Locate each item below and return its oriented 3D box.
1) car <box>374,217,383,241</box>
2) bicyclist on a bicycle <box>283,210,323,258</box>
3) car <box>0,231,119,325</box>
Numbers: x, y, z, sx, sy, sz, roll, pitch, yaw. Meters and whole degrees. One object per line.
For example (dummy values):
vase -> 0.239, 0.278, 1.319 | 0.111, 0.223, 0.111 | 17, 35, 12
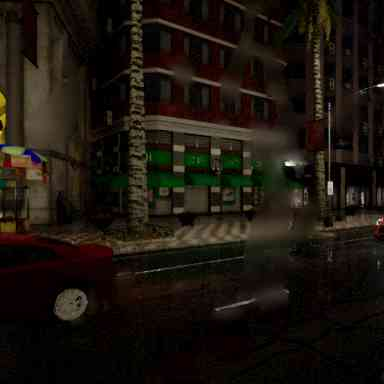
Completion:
car -> 10.437, 1.352, 15.326 | 4.553, 1.767, 2.097 | 0, 0, -33
bicyclist on a bicycle -> 3.812, 1.455, 11.625 | 0.582, 1.620, 1.656 | 0, -2, -35
car -> -3.769, 1.478, 5.608 | 5.008, 1.535, 1.882 | 0, 0, -35
